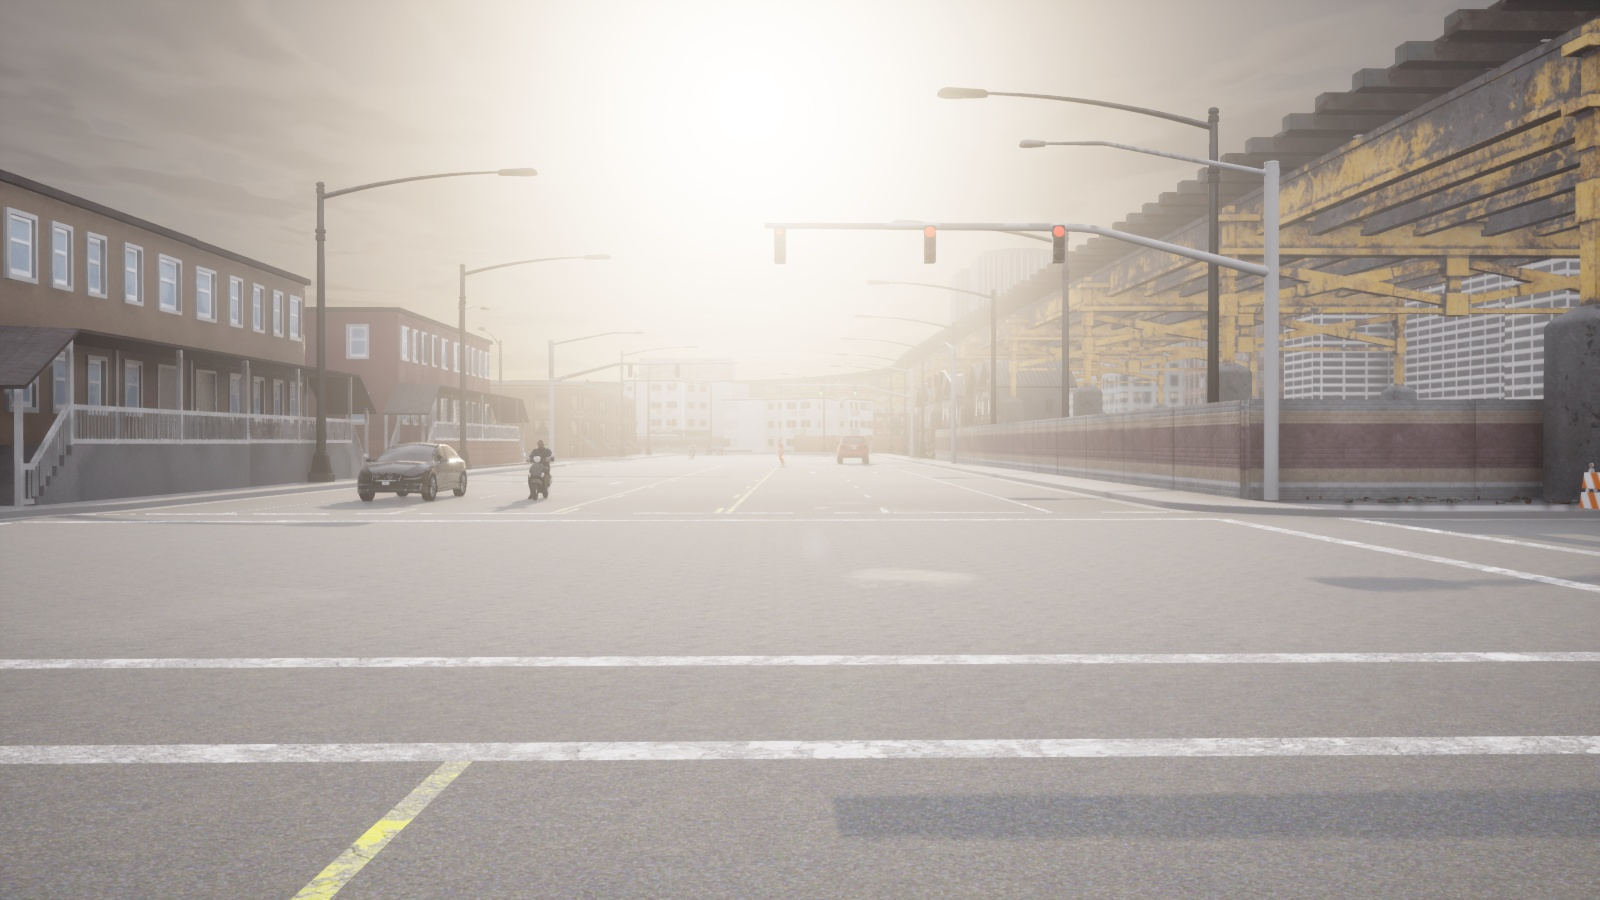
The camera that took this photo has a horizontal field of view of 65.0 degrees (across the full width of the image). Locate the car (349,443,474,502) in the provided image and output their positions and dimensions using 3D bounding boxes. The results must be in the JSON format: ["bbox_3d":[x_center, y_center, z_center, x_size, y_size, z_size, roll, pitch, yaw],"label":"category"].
[{"bbox_3d":[-10.382,0.552,33.928,1.837,1.490,4.892,0,0,0],"label":"car"}]

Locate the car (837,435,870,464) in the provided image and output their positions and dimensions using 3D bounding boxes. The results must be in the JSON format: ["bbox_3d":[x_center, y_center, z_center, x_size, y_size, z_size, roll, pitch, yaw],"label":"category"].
[{"bbox_3d":[3.783,-0.042,90.435,2.150,2.045,5.566,0,0,0],"label":"car"}]

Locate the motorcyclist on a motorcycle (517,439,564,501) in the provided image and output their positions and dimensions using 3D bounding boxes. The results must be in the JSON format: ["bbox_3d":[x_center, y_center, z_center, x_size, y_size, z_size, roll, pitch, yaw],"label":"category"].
[{"bbox_3d":[-6.884,0.506,33.335,0.866,1.590,1.817,0,0,0],"label":"motorcyclist on a motorcycle"}]
